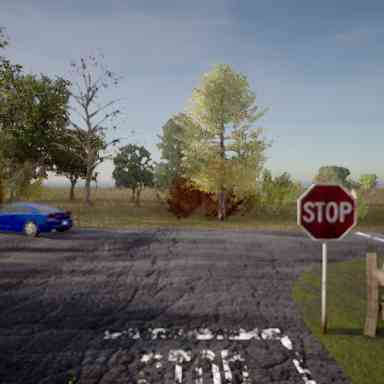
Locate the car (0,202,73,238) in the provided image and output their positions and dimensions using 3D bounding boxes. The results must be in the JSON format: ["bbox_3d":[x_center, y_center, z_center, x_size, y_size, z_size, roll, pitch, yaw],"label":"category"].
[{"bbox_3d":[-8.305,1.253,16.348,5.008,1.535,1.882,1,0,19],"label":"car"}]
